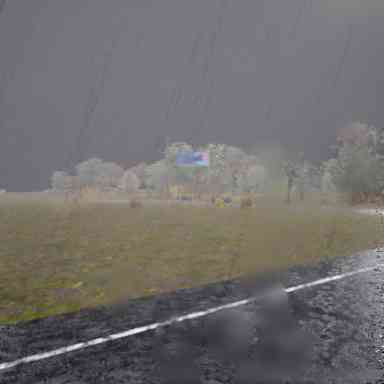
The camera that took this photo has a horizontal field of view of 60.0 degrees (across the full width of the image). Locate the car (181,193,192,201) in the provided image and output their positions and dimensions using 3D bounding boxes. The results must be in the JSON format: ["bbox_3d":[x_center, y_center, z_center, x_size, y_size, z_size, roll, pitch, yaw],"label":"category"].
[{"bbox_3d":[-0.563,1.090,72.117,2.097,1.767,4.553,0,0,-34],"label":"car"}]

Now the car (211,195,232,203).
[{"bbox_3d":[5.540,1.377,63.012,1.837,1.490,4.892,0,0,-34],"label":"car"}]
